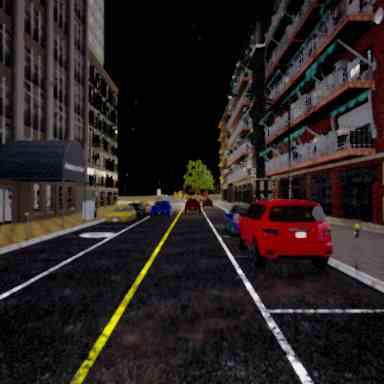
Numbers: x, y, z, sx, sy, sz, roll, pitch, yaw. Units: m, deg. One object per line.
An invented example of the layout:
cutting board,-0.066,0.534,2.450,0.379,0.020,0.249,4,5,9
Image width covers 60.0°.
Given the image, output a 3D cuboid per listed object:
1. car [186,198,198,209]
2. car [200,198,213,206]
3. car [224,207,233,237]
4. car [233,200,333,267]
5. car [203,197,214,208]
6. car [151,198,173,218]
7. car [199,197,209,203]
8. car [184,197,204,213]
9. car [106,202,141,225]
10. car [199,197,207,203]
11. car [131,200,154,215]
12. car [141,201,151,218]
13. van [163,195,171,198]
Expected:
car,0.022,1.729,51.226,1.812,1.442,4.674,0,0,0
car,2.561,1.783,58.725,2.008,1.369,4.403,0,0,0
car,2.986,1.428,18.719,2.097,1.767,4.553,0,0,0
car,2.980,1.276,11.780,2.150,2.045,5.566,0,0,0
car,2.562,1.793,53.198,1.802,1.307,4.206,0,0,0
car,-2.850,1.605,31.815,1.882,1.535,5.008,0,0,0
car,2.657,1.847,75.303,2.008,1.369,4.403,0,0,0
car,0.081,1.636,39.642,1.882,1.535,5.008,0,0,0
car,-5.315,1.627,25.395,1.752,1.417,4.829,0,0,0
car,2.689,1.872,83.232,1.887,1.381,4.507,0,0,0
car,-5.317,1.671,36.461,1.752,1.417,4.829,0,0,0
car,-5.316,1.690,31.098,1.947,1.339,4.313,0,0,0
van,-5.350,1.617,69.828,1.690,1.788,3.998,0,0,0
